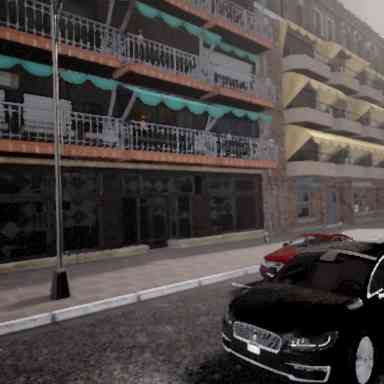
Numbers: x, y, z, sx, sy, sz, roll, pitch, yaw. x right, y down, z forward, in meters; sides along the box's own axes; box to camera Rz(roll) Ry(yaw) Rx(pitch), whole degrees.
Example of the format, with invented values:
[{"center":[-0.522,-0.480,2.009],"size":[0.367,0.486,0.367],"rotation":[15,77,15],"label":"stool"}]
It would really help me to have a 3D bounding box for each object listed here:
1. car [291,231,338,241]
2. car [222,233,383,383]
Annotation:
[{"center":[3.818,1.881,10.078],"size":[4.206,1.307,1.802],"rotation":[0,-4,-41],"label":"car"},{"center":[2.607,1.665,5.608],"size":[4.892,1.490,1.837],"rotation":[0,-3,-40],"label":"car"}]
